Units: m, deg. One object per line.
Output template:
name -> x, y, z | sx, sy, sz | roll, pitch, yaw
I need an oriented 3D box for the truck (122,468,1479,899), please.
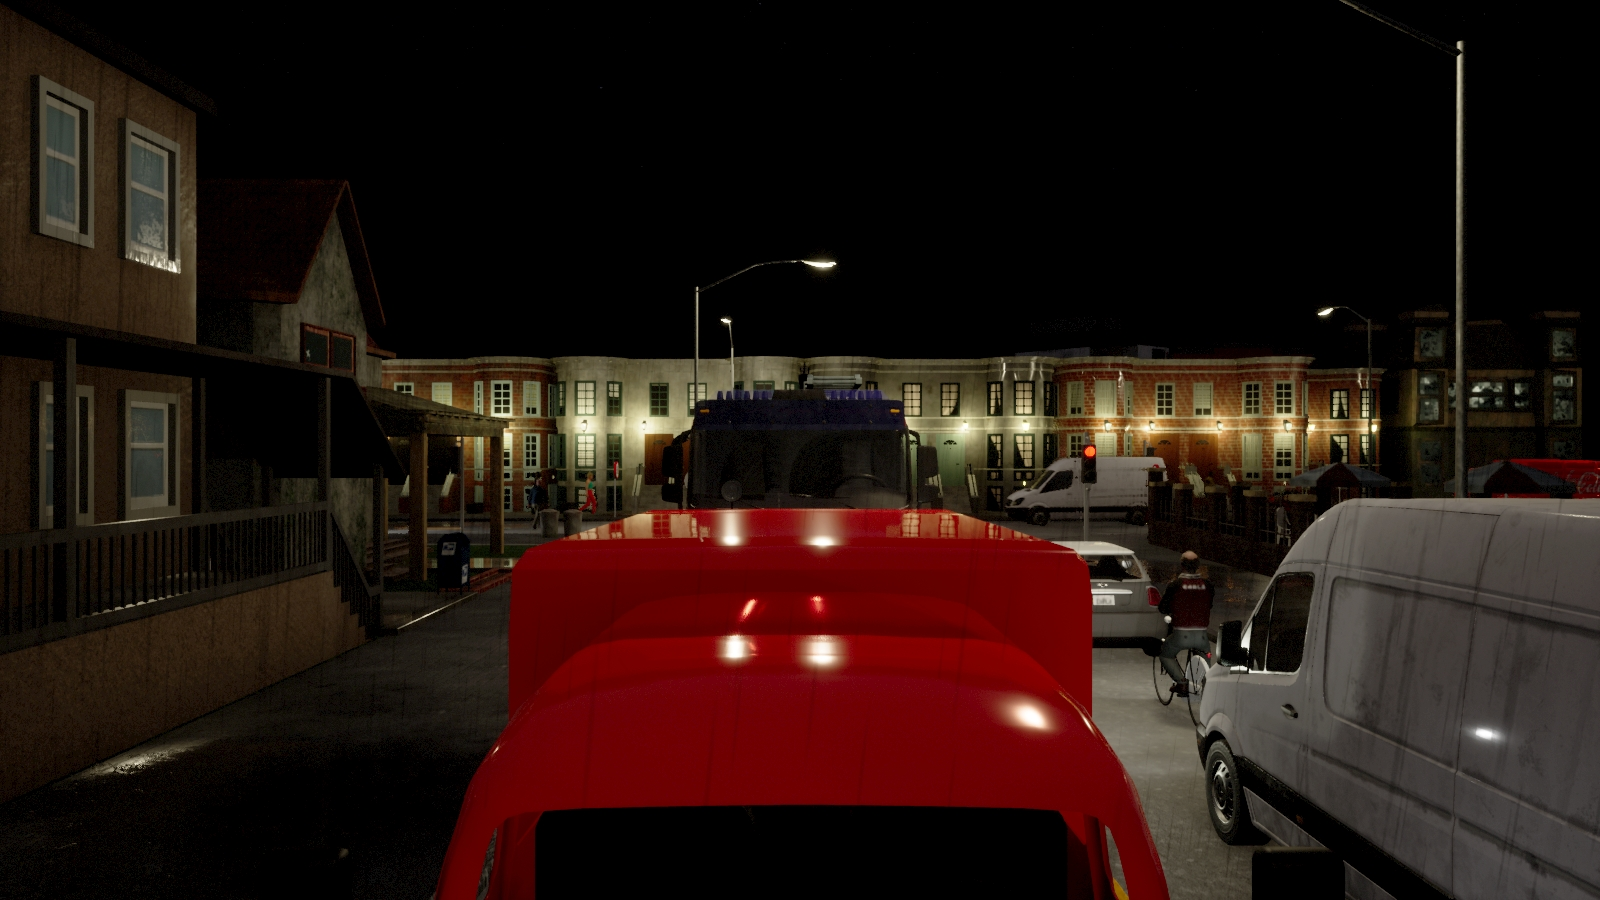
truck -> -0.002, 1.351, 4.813 | 2.627, 2.467, 5.204 | 0, 0, 0

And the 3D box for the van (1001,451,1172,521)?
van -> 10.718, 1.332, 43.015 | 5.915, 2.561, 1.988 | 0, 0, 0

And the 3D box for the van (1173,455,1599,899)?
van -> 4.008, 1.318, 6.281 | 1.988, 2.561, 5.915 | 0, 0, 0

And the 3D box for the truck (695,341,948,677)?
truck -> 0.275, 0.678, 17.256 | 2.891, 3.827, 8.468 | 0, 0, 0

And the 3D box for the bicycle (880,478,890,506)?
bicycle -> 4.005, 1.963, 53.762 | 0.329, 1.271, 1.835 | 0, 0, 0

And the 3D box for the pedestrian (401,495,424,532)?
pedestrian -> -11.831, 1.920, 34.884 | 0.500, 1.100, 0.500 | 0, 0, 4

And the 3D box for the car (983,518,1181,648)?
car -> 3.996, 1.852, 16.834 | 1.970, 1.475, 3.806 | 0, 0, 0

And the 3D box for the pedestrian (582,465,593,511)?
pedestrian -> -8.737, 1.545, 46.912 | 0.375, 1.860, 0.375 | 0, 0, 0

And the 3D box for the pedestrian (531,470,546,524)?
pedestrian -> -9.140, 1.646, 39.944 | 0.375, 1.860, 0.375 | 0, 0, 11
